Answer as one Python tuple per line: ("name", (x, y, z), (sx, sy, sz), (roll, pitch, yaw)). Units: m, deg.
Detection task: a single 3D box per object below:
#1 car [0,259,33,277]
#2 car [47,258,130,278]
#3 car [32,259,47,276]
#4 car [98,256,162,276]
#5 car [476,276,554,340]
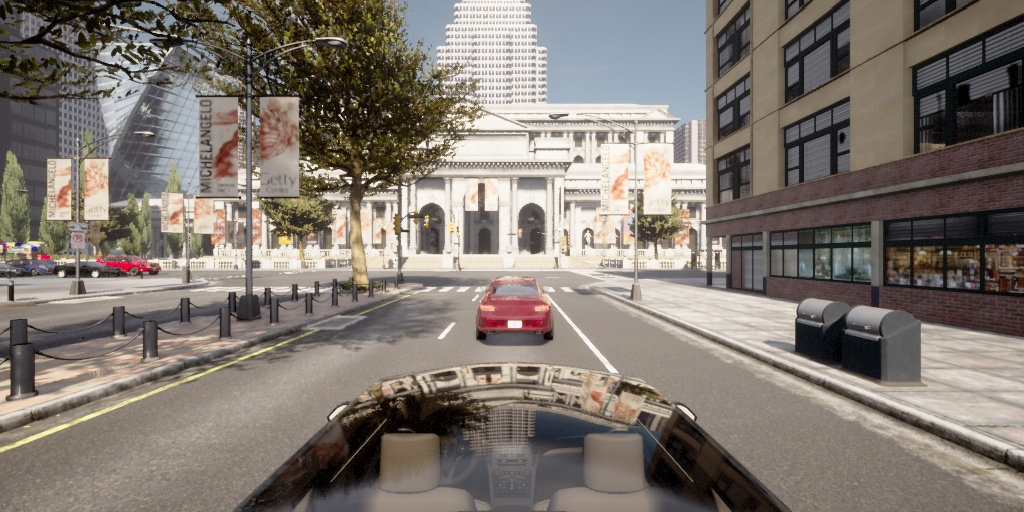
("car", (-48.326, 1.276, 33.329), (4.674, 1.442, 1.812), (0, 0, -1))
("car", (-39.323, 1.228, 33.360), (5.008, 1.535, 1.882), (0, 0, 0))
("car", (-49.132, 1.102, 36.802), (4.553, 1.767, 2.097), (0, 0, -1))
("car", (-39.513, 0.971, 36.863), (5.566, 2.045, 2.150), (0, 0, 0))
("car", (0.078, 1.276, 9.882), (1.812, 1.442, 4.674), (0, 0, 0))
